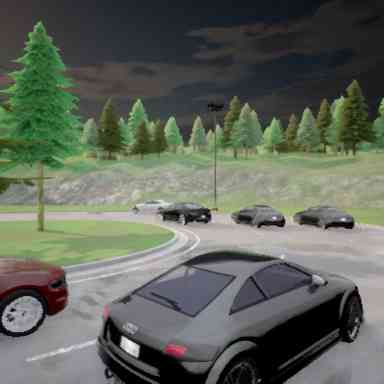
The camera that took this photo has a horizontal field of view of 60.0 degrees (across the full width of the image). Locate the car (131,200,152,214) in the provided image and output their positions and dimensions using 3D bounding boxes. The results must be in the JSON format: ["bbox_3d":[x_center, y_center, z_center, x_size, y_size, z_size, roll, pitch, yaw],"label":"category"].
[{"bbox_3d":[-3.907,1.510,33.718,4.674,1.442,1.812,0,0,19],"label":"car"}]

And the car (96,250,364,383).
[{"bbox_3d":[0.815,1.560,4.795,4.181,1.385,1.994,0,0,-43],"label":"car"}]

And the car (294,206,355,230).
[{"bbox_3d":[8.187,1.547,20.967,1.994,1.385,4.181,0,0,-13],"label":"car"}]

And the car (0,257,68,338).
[{"bbox_3d":[-4.435,1.478,4.842,5.008,1.535,1.882,0,0,-38],"label":"car"}]

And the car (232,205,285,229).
[{"bbox_3d":[4.258,1.549,21.892,1.994,1.385,4.181,0,0,-20],"label":"car"}]

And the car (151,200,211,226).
[{"bbox_3d":[-0.693,1.465,23.660,1.882,1.535,5.008,1,-1,-35],"label":"car"}]
